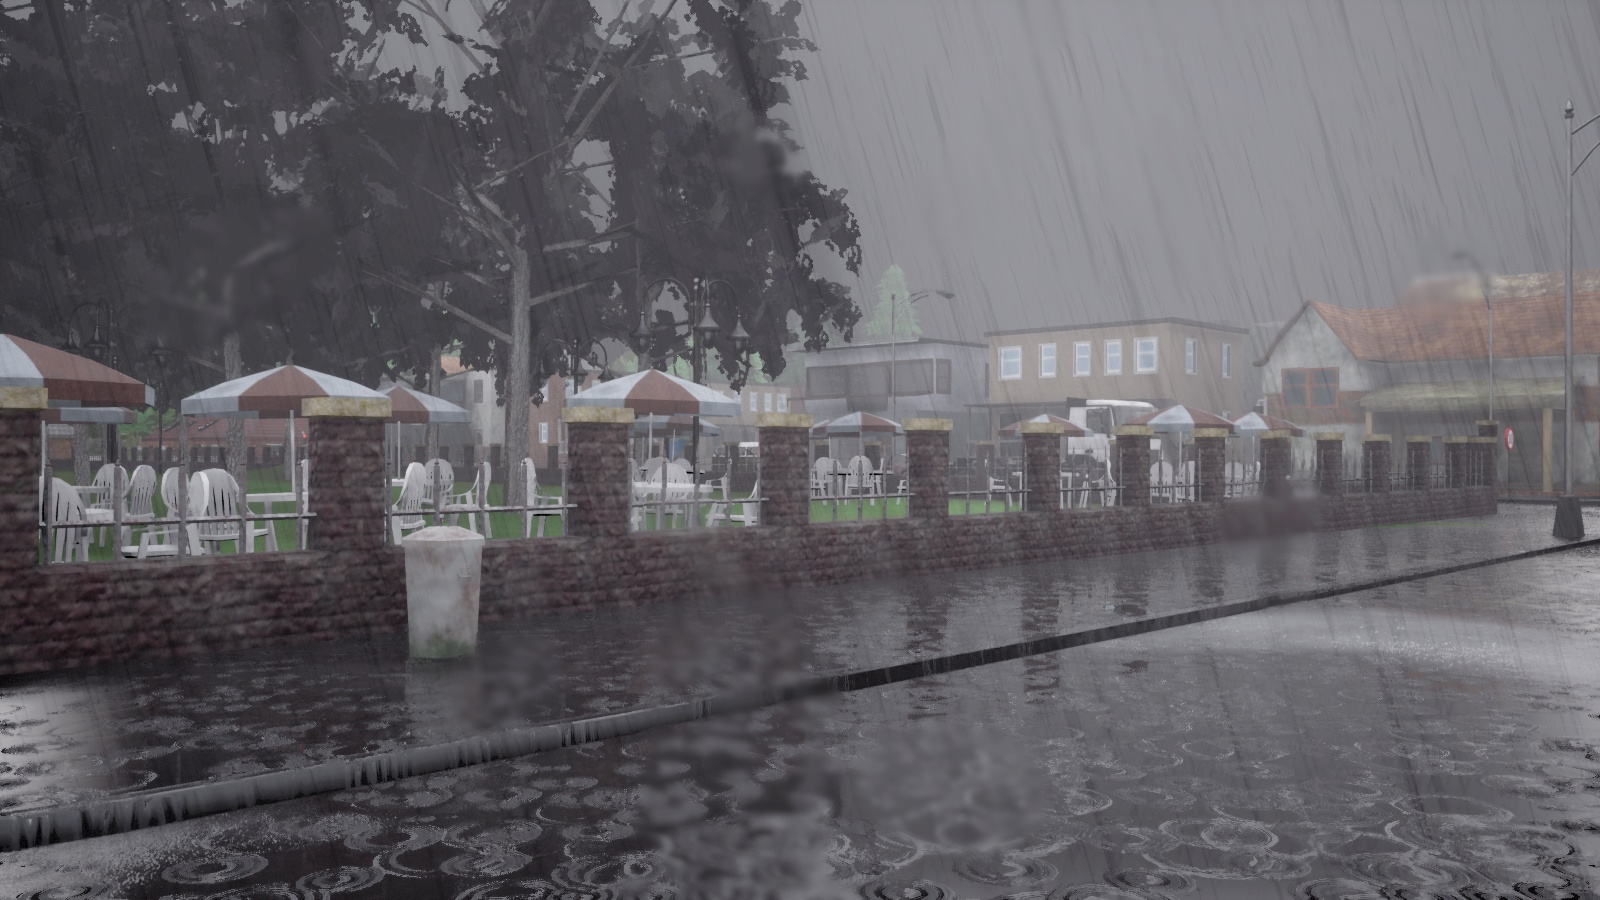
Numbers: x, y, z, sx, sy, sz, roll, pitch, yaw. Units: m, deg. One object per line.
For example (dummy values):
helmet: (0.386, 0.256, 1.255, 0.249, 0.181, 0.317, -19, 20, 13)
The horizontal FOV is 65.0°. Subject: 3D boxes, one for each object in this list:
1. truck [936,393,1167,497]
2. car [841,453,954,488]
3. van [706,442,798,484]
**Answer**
truck: (8.993, -0.141, 45.687, 7.936, 3.462, 2.891, 0, 0, 45)
car: (4.300, 0.871, 55.921, 4.792, 1.488, 2.163, 0, 0, 45)
van: (-2.443, 0.621, 62.557, 4.480, 2.038, 2.069, 0, 0, 45)
